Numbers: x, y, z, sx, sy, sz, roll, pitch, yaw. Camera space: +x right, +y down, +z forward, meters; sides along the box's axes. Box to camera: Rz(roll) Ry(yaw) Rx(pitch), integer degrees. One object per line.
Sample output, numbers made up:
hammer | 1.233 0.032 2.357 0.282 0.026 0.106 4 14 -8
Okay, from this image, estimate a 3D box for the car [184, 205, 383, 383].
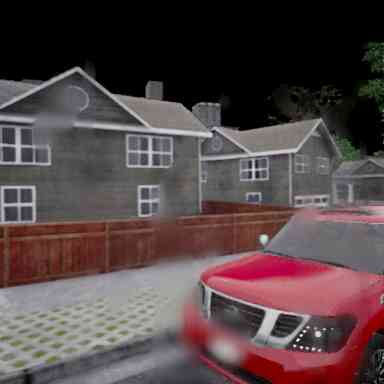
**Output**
car | 2.511 1.269 5.097 5.566 2.045 2.150 0 0 -38
